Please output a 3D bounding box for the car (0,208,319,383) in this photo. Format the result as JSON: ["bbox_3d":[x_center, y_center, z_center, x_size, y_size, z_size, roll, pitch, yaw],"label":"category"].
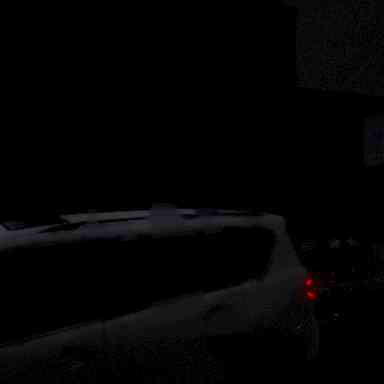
[{"bbox_3d":[-1.223,1.221,2.954,5.566,2.045,2.150,0,0,-35],"label":"car"}]
